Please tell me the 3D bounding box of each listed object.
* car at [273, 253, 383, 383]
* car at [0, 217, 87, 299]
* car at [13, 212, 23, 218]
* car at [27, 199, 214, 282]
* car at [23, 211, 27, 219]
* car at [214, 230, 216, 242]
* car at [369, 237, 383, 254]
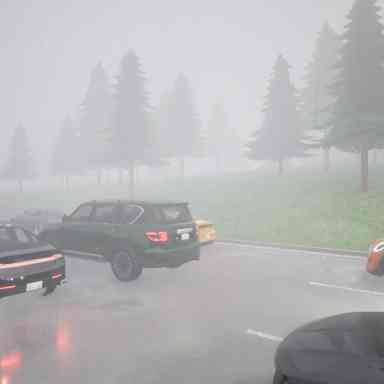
[{"bbox_3d":[2.946,1.478,1.882,5.008,1.535,1.882,0,0,36],"label":"car"},{"bbox_3d":[-4.830,1.492,7.455,4.902,1.511,2.128,0,0,36],"label":"car"},{"bbox_3d":[-10.635,1.547,15.922,5.357,1.411,2.033,0,0,35],"label":"car"},{"bbox_3d":[-2.357,1.221,9.990,5.566,2.045,2.150,0,0,35],"label":"car"},{"bbox_3d":[-8.508,1.564,18.703,4.181,1.385,1.994,0,0,36],"label":"car"},{"bbox_3d":[-1.426,1.478,13.629,5.008,1.535,1.882,0,0,36],"label":"car"},{"bbox_3d":[6.681,1.352,7.820,4.553,1.767,2.097,0,0,36],"label":"car"}]
